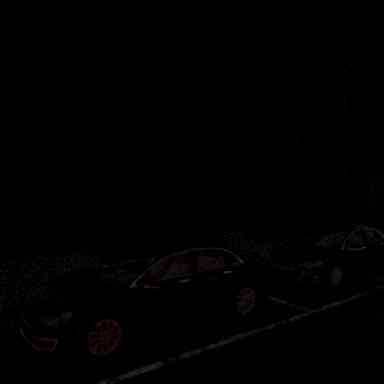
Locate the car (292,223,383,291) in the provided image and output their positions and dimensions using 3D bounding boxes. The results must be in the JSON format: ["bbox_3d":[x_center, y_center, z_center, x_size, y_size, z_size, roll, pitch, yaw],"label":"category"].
[{"bbox_3d":[3.877,1.559,8.951,4.403,1.369,2.008,0,0,-35],"label":"car"}]

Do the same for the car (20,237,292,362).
[{"bbox_3d":[-0.531,1.554,5.808,4.403,1.369,2.008,0,0,-35],"label":"car"}]
